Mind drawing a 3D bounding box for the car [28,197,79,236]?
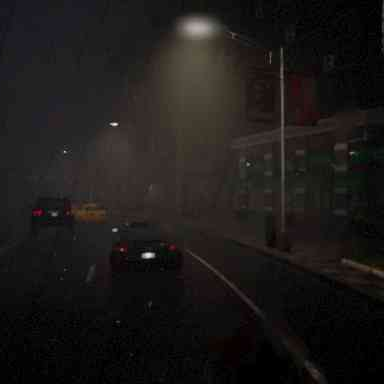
[{"bbox_3d":[-8.358,1.354,19.748,2.150,2.045,5.566,0,-2,-26],"label":"car"}]

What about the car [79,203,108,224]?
[{"bbox_3d":[-8.127,1.633,26.295,1.801,1.575,5.366,0,0,-29],"label":"car"}]

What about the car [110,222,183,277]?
[{"bbox_3d":[-1.572,1.627,10.602,1.994,1.385,4.181,0,0,-13],"label":"car"}]

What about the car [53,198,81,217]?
[{"bbox_3d":[-13.563,1.602,35.865,2.097,1.767,4.553,0,0,-31],"label":"car"}]

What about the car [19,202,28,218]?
[{"bbox_3d":[-16.210,1.728,33.488,1.882,1.535,5.008,0,0,-31],"label":"car"}]
